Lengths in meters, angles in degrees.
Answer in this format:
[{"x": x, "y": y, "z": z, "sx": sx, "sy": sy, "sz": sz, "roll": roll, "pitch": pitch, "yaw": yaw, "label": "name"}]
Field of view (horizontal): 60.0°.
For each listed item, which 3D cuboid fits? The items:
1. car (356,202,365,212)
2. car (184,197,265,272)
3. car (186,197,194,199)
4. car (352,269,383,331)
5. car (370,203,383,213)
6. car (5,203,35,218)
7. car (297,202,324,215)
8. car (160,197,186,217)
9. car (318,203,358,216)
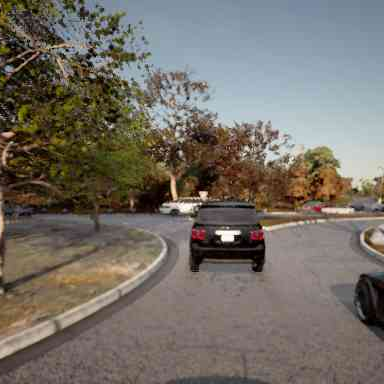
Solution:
[{"x": 28.564, "y": 2.566, "z": 57.286, "sx": 1.837, "sy": 1.490, "sz": 4.892, "roll": 0, "pitch": 0, "yaw": 34, "label": "car"}, {"x": 1.097, "y": 1.323, "z": 11.319, "sx": 2.150, "sy": 2.045, "sz": 5.566, "roll": 0, "pitch": -1, "yaw": 4, "label": "car"}, {"x": 2.589, "y": 1.591, "z": 34.110, "sx": 5.566, "sy": 2.045, "sz": 2.150, "roll": 1, "pitch": -1, "yaw": -24, "label": "car"}, {"x": 3.854, "y": 1.608, "z": 4.515, "sx": 1.994, "sy": 1.385, "sz": 4.181, "roll": 0, "pitch": -1, "yaw": 5, "label": "car"}, {"x": 30.500, "y": 2.563, "z": 54.426, "sx": 1.812, "sy": 1.442, "sz": 4.674, "roll": 0, "pitch": -1, "yaw": 36, "label": "car"}, {"x": -17.267, "y": 1.733, "z": 31.172, "sx": 4.902, "sy": 1.511, "sz": 2.128, "roll": 0, "pitch": -1, "yaw": 7, "label": "car"}, {"x": 16.391, "y": 2.116, "z": 45.211, "sx": 4.553, "sy": 1.767, "sz": 2.097, "roll": 2, "pitch": -1, "yaw": -34, "label": "car"}, {"x": -0.662, "y": 1.584, "z": 35.984, "sx": 5.566, "sy": 2.045, "sz": 2.150, "roll": 1, "pitch": -1, "yaw": -26, "label": "car"}, {"x": 18.792, "y": 2.358, "z": 42.834, "sx": 4.718, "sy": 1.301, "sz": 1.895, "roll": 2, "pitch": -1, "yaw": -35, "label": "car"}]
